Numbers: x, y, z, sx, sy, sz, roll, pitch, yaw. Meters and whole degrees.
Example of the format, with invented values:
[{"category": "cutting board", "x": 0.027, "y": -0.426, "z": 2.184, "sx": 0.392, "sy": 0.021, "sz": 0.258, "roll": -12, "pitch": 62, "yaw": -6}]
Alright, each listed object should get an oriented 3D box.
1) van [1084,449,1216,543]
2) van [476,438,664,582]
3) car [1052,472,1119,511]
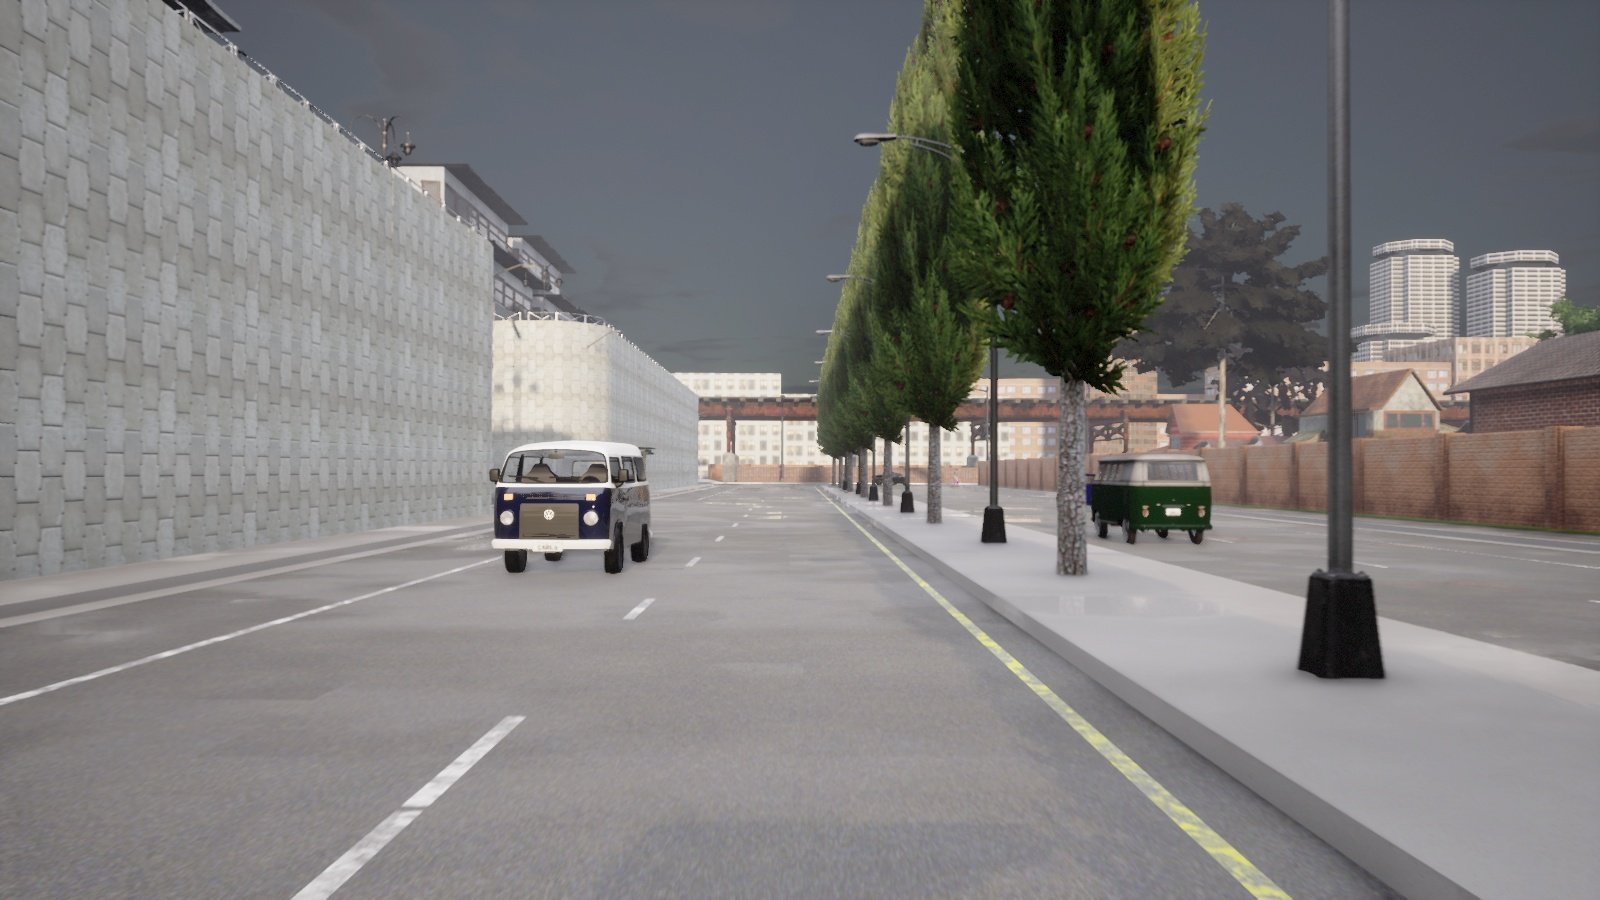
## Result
[{"category": "van", "x": 7.929, "y": 1.019, "z": 28.878, "sx": 1.775, "sy": 1.987, "sz": 4.442, "roll": 0, "pitch": -1, "yaw": 0}, {"category": "van", "x": -3.514, "y": 0.889, "z": 20.113, "sx": 2.069, "sy": 2.038, "sz": 4.480, "roll": 0, "pitch": -1, "yaw": 2}, {"category": "car", "x": 11.378, "y": 1.625, "z": 50.274, "sx": 1.845, "sy": 1.501, "sz": 3.633, "roll": 0, "pitch": -1, "yaw": 0}]
